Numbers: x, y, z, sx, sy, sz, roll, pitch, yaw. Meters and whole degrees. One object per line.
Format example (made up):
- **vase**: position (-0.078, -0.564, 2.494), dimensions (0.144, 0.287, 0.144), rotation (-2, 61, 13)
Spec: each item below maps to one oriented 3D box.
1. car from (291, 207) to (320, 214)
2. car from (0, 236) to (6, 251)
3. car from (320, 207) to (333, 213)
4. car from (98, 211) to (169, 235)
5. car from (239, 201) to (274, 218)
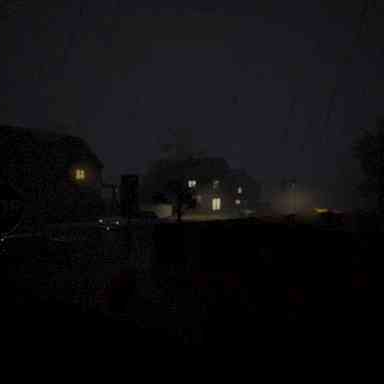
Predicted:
- **car**: position (13.664, 2.614, 40.812), dimensions (2.128, 1.511, 4.902), rotation (2, -1, 36)
- **car**: position (-7.570, 1.568, 9.453), dimensions (2.033, 1.411, 5.357), rotation (2, -1, 0)
- **car**: position (19.437, 2.911, 49.117), dimensions (1.882, 1.535, 5.008), rotation (2, -1, 35)
- **car**: position (-3.632, 1.885, 21.217), dimensions (1.895, 1.301, 4.718), rotation (2, -1, 35)
- **car**: position (7.250, 2.058, 36.685), dimensions (2.150, 2.045, 5.566), rotation (2, -1, 35)
